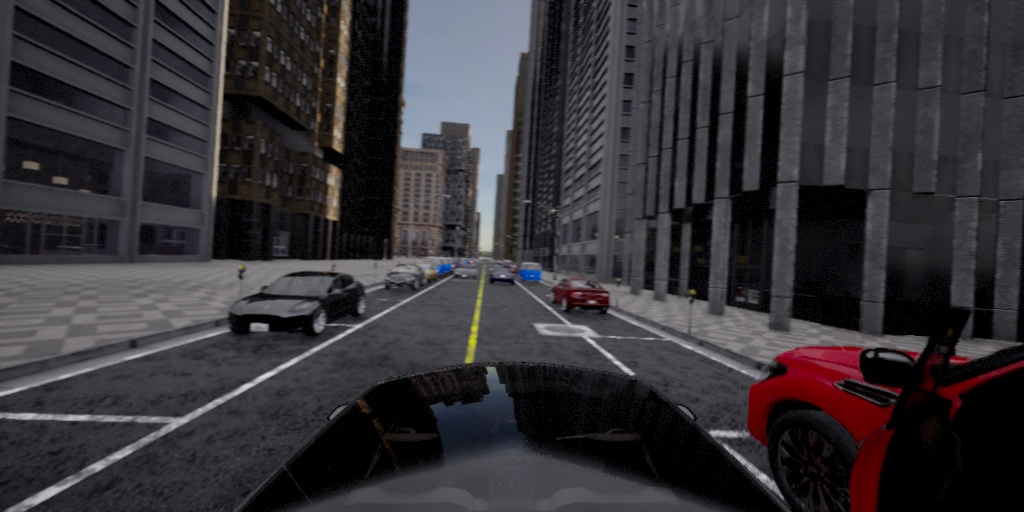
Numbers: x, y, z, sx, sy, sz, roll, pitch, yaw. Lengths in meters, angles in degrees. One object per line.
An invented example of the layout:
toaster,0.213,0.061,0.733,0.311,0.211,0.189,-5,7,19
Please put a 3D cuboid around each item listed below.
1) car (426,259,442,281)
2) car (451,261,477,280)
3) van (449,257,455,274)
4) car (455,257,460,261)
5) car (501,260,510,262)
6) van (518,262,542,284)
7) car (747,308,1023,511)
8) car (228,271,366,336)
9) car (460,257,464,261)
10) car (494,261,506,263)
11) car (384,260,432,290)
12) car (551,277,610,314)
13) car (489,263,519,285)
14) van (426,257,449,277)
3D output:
car,-6.486,1.132,26.113,1.751,1.417,4.829,0,0,-4
car,-4.261,1.407,33.226,1.895,1.301,4.718,3,-1,-4
van,-7.317,1.009,37.534,1.690,1.789,3.998,0,0,-4
car,-7.727,1.139,43.159,1.967,1.591,4.097,0,0,-4
car,-0.468,1.865,60.656,1.948,1.339,4.313,0,0,-4
van,1.580,1.487,32.528,1.690,1.789,3.998,0,0,-4
car,3.555,1.175,1.166,2.150,2.045,5.566,3,-1,-4
car,-5.269,1.079,9.405,1.948,1.339,4.313,0,0,-4
car,-8.136,1.044,48.786,2.192,1.841,5.009,0,0,-4
car,-1.723,1.635,41.116,1.895,1.301,4.718,3,-1,-4
car,-6.088,1.126,20.656,2.007,1.370,4.403,0,0,-4
car,2.808,1.599,15.651,1.888,1.381,4.507,0,0,-4
car,-0.853,1.537,29.691,1.994,1.385,4.181,3,-1,-4
van,-6.908,0.978,31.908,1.690,1.789,3.998,0,0,-4
